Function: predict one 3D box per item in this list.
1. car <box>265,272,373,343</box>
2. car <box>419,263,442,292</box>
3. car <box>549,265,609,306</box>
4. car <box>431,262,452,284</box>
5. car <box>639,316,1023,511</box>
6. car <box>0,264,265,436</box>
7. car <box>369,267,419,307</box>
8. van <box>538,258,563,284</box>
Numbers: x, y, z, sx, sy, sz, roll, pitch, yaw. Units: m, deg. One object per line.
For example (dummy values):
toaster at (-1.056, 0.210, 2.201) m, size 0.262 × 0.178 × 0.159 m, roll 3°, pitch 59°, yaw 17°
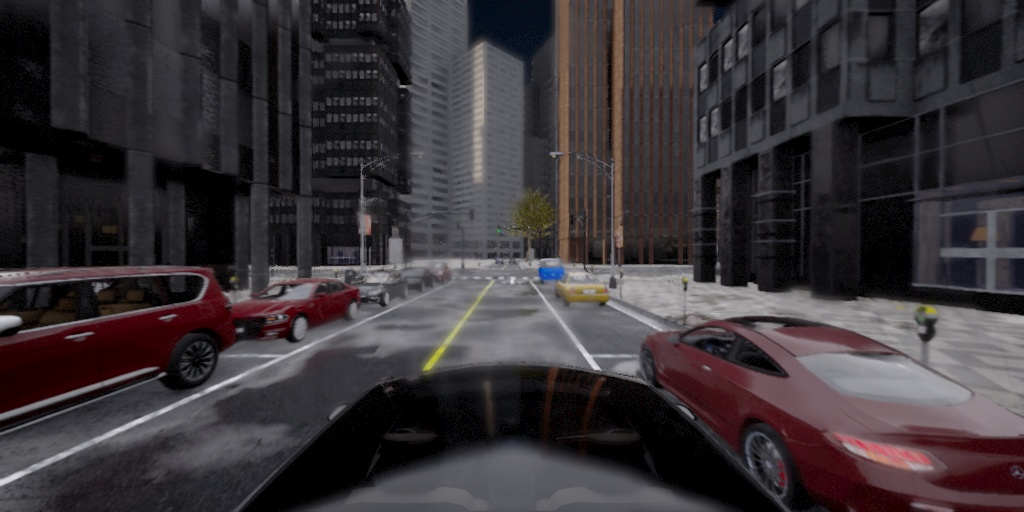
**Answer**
car at (-5.669, 1.293, 9.681) m, size 1.888 × 1.381 × 4.507 m, roll 0°, pitch 0°, yaw 0°
car at (-5.669, 1.309, 20.931) m, size 1.948 × 1.339 × 4.313 m, roll 0°, pitch 0°, yaw 0°
car at (2.857, 1.271, 15.477) m, size 1.751 × 1.417 × 4.829 m, roll 0°, pitch 0°, yaw 0°
car at (-5.668, 1.180, 26.555) m, size 1.967 × 1.591 × 4.097 m, roll 0°, pitch 0°, yaw 0°
car at (2.856, 1.331, 4.058) m, size 1.802 × 1.307 × 4.207 m, roll 0°, pitch 0°, yaw 0°
car at (-5.669, 1.064, 4.056) m, size 2.192 × 1.841 × 5.009 m, roll 0°, pitch 0°, yaw 0°
car at (-5.669, 1.296, 15.306) m, size 2.007 × 1.370 × 4.403 m, roll 0°, pitch 0°, yaw 0°
van at (2.857, 1.081, 26.556) m, size 1.690 × 1.789 × 3.998 m, roll 0°, pitch 0°, yaw 0°
